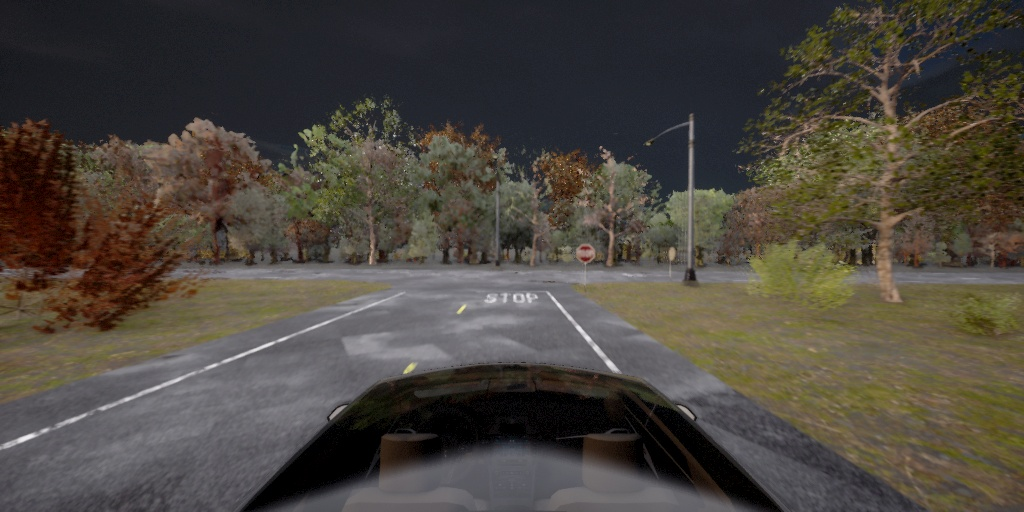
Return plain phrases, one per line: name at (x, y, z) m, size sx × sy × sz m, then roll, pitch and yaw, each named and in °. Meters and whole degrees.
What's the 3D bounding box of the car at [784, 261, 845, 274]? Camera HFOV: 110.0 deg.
car at (28.733, 1.079, 34.356) m, size 4.718 × 1.301 × 1.895 m, roll 0°, pitch 1°, yaw 0°
